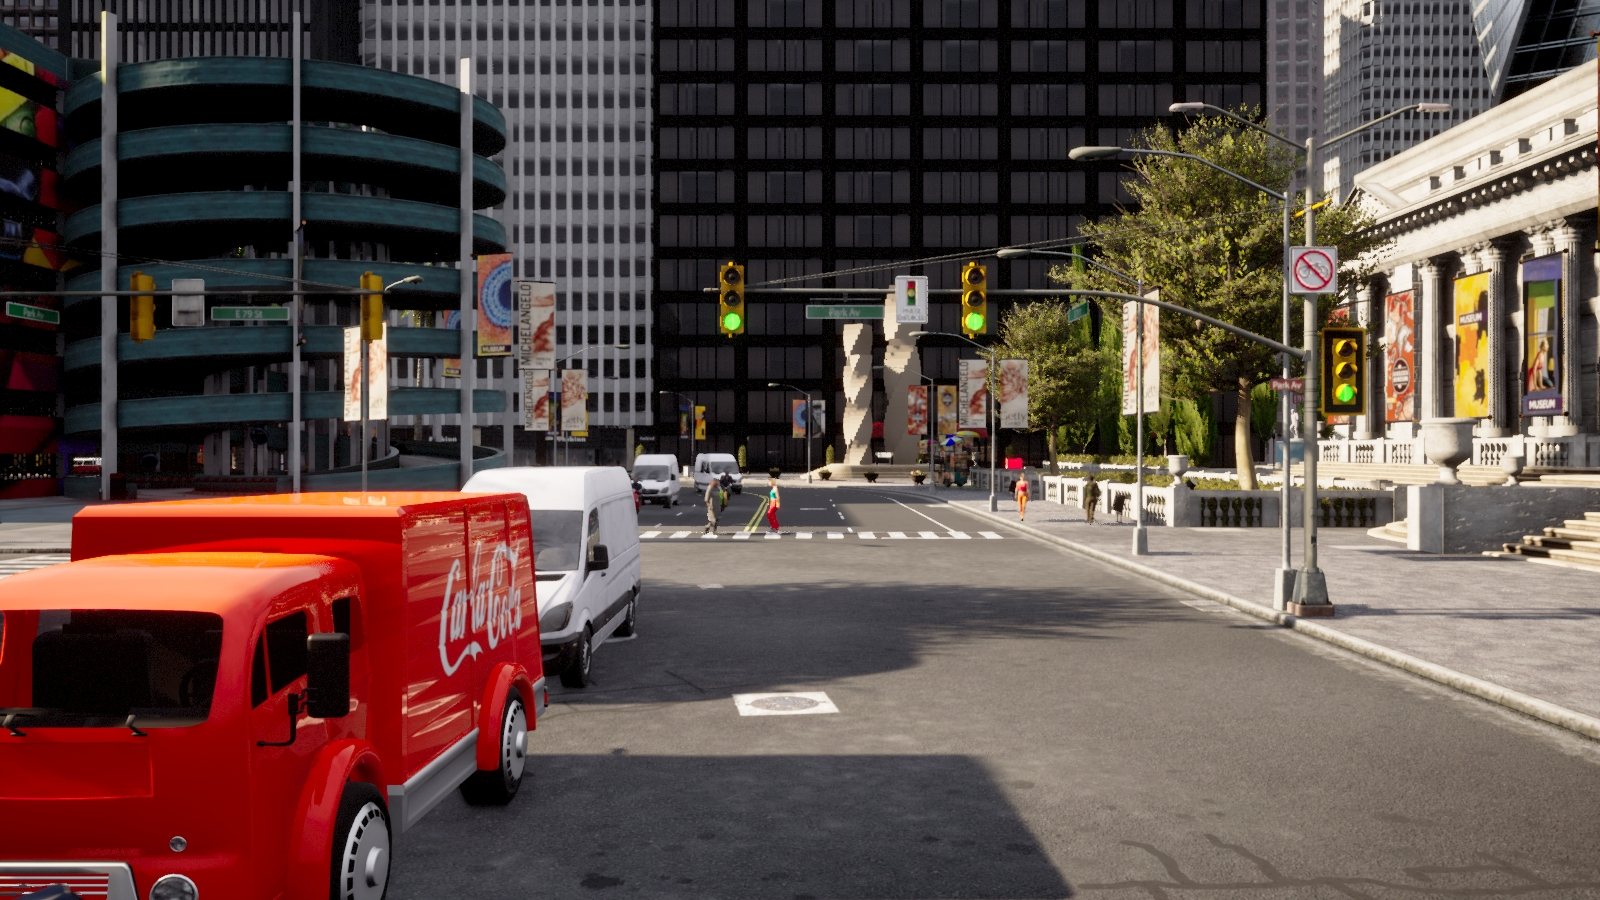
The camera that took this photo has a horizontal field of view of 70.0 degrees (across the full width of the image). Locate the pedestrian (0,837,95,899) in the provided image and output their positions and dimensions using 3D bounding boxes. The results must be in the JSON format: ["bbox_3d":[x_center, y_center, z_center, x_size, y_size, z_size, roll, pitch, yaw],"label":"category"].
[{"bbox_3d":[-1.787,1.848,2.447,0.375,1.860,0.375,0,0,40],"label":"pedestrian"}]

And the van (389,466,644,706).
[{"bbox_3d":[-3.510,1.529,15.489,1.988,2.561,5.915,0,0,0],"label":"van"}]

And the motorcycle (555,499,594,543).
[{"bbox_3d":[-6.928,2.170,35.240,0.856,1.236,1.805,0,0,0],"label":"motorcycle"}]

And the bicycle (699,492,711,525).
[{"bbox_3d":[-3.555,2.195,42.953,0.329,1.171,1.835,0,0,-1],"label":"bicycle"}]

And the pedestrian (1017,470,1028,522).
[{"bbox_3d":[8.121,1.680,41.664,0.375,1.860,0.375,0,0,15],"label":"pedestrian"}]

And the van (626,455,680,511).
[{"bbox_3d":[-7.080,1.515,55.613,1.988,2.561,5.915,0,0,-1],"label":"van"}]

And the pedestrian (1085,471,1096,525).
[{"bbox_3d":[10.205,1.682,40.103,0.375,1.860,0.375,0,0,12],"label":"pedestrian"}]

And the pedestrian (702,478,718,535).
[{"bbox_3d":[-2.942,1.835,37.337,0.375,1.860,0.375,0,0,20],"label":"pedestrian"}]

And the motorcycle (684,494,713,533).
[{"bbox_3d":[-3.469,2.168,39.313,0.856,1.236,1.805,0,0,-1],"label":"motorcycle"}]

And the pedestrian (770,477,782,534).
[{"bbox_3d":[-0.800,1.835,37.996,0.375,1.860,0.375,0,0,-8],"label":"pedestrian"}]

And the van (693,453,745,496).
[{"bbox_3d":[-5.157,1.509,72.134,1.988,2.561,5.915,0,0,-17],"label":"van"}]

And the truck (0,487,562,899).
[{"bbox_3d":[-3.498,1.567,7.868,2.627,2.467,5.204,0,0,0],"label":"truck"}]
